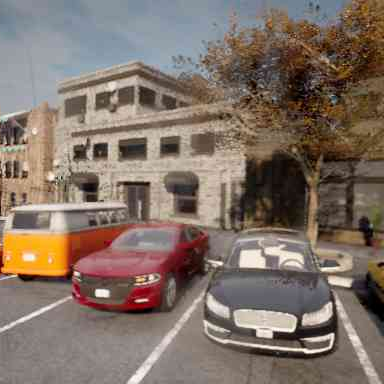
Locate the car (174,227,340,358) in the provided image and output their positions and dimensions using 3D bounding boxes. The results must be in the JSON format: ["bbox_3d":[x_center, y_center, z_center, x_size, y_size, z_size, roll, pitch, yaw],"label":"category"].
[{"bbox_3d":[1.523,1.481,6.375,2.231,1.521,4.892,0,-1,15],"label":"car"}]

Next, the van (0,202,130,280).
[{"bbox_3d":[-3.227,1.316,9.881,1.878,1.987,4.442,-1,-1,15],"label":"van"}]

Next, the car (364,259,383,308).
[{"bbox_3d":[3.945,1.480,4.854,1.946,1.575,5.366,0,-1,15],"label":"car"}]

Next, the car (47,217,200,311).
[{"bbox_3d":[-0.862,1.499,8.073,2.097,1.535,5.008,0,-1,15],"label":"car"}]
